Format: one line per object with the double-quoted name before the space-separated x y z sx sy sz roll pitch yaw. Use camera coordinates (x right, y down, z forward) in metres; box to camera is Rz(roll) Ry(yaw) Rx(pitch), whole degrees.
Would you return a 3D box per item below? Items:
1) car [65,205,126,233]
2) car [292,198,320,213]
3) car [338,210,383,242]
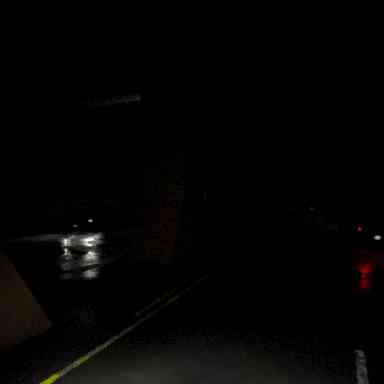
"car" -5.531 1.493 19.751 1.812 1.442 4.674 0 0 16
"car" 11.298 1.289 33.224 2.128 1.511 4.902 0 0 5
"car" 7.949 1.488 15.244 1.895 1.301 4.718 0 0 17
